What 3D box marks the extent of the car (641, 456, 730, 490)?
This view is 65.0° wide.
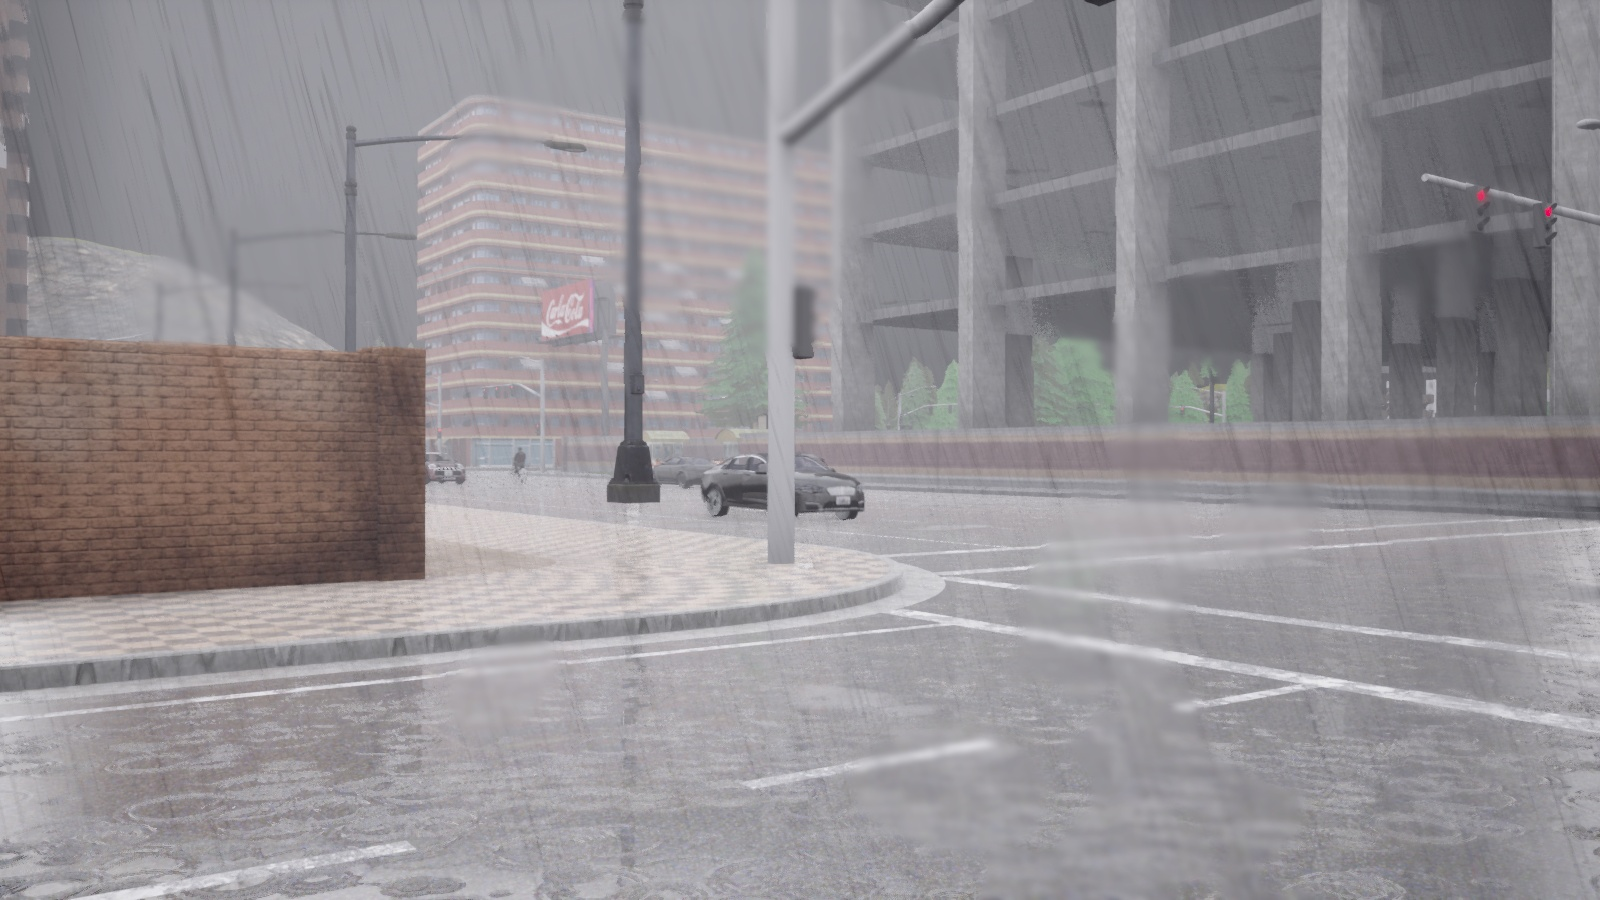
[{"bbox_3d":[-4.949,0.951,53.686,1.994,1.385,4.181,0,0,-34],"label":"car"}]

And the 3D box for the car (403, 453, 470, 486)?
[{"bbox_3d":[-17.148,0.891,59.143,1.970,1.475,3.806,0,0,-34],"label":"car"}]

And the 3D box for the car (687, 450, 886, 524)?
[{"bbox_3d":[-0.417,0.771,28.419,2.128,1.511,4.902,0,0,-34],"label":"car"}]
